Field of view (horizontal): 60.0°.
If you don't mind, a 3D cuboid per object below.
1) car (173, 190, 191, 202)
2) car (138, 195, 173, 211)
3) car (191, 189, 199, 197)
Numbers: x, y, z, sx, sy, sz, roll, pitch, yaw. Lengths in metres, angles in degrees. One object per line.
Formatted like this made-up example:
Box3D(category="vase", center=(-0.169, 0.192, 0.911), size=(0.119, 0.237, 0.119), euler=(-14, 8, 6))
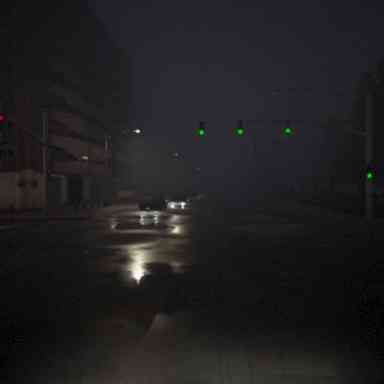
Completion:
Box3D(category="car", center=(-1.784, 0.693, 46.975), size=(1.895, 1.301, 4.718), euler=(0, 1, 6))
Box3D(category="car", center=(-3.507, 0.962, 31.074), size=(2.033, 1.411, 5.357), euler=(0, 1, 6))
Box3D(category="car", center=(0.213, 0.234, 64.857), size=(1.882, 1.535, 5.008), euler=(0, 1, 6))
